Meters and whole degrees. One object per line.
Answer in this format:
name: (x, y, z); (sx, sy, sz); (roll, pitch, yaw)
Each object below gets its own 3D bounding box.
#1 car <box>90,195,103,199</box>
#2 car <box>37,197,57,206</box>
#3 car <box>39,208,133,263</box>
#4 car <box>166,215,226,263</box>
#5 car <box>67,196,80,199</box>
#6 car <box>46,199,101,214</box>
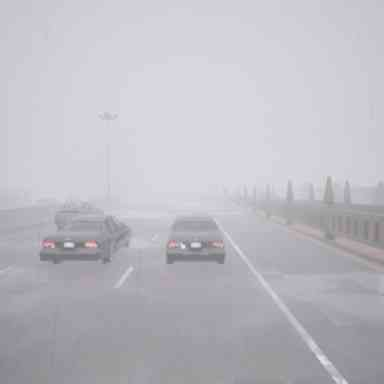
car: (-16.240, 1.236, 56.692); (2.128, 1.511, 4.902); (0, 0, -11)
car: (-22.259, 1.369, 51.141); (1.895, 1.301, 4.718); (0, 0, -8)
car: (-3.398, 1.495, 11.689); (2.033, 1.411, 5.357); (0, 0, 0)
car: (0.106, 1.496, 11.639); (2.033, 1.411, 5.357); (0, 0, 0)
car: (-19.344, 1.317, 54.344); (1.994, 1.385, 4.181); (0, 0, -10)
car: (-6.894, 1.398, 20.825); (2.128, 1.511, 4.902); (0, 0, 0)
